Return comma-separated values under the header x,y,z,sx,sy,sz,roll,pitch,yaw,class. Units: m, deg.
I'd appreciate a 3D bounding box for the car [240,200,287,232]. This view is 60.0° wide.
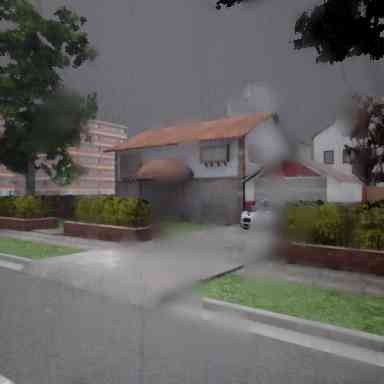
x,y,z,sx,sy,sz,roll,pitch,yaw,class
4.085,1.168,17.390,1.970,1.475,3.806,0,0,36,car
